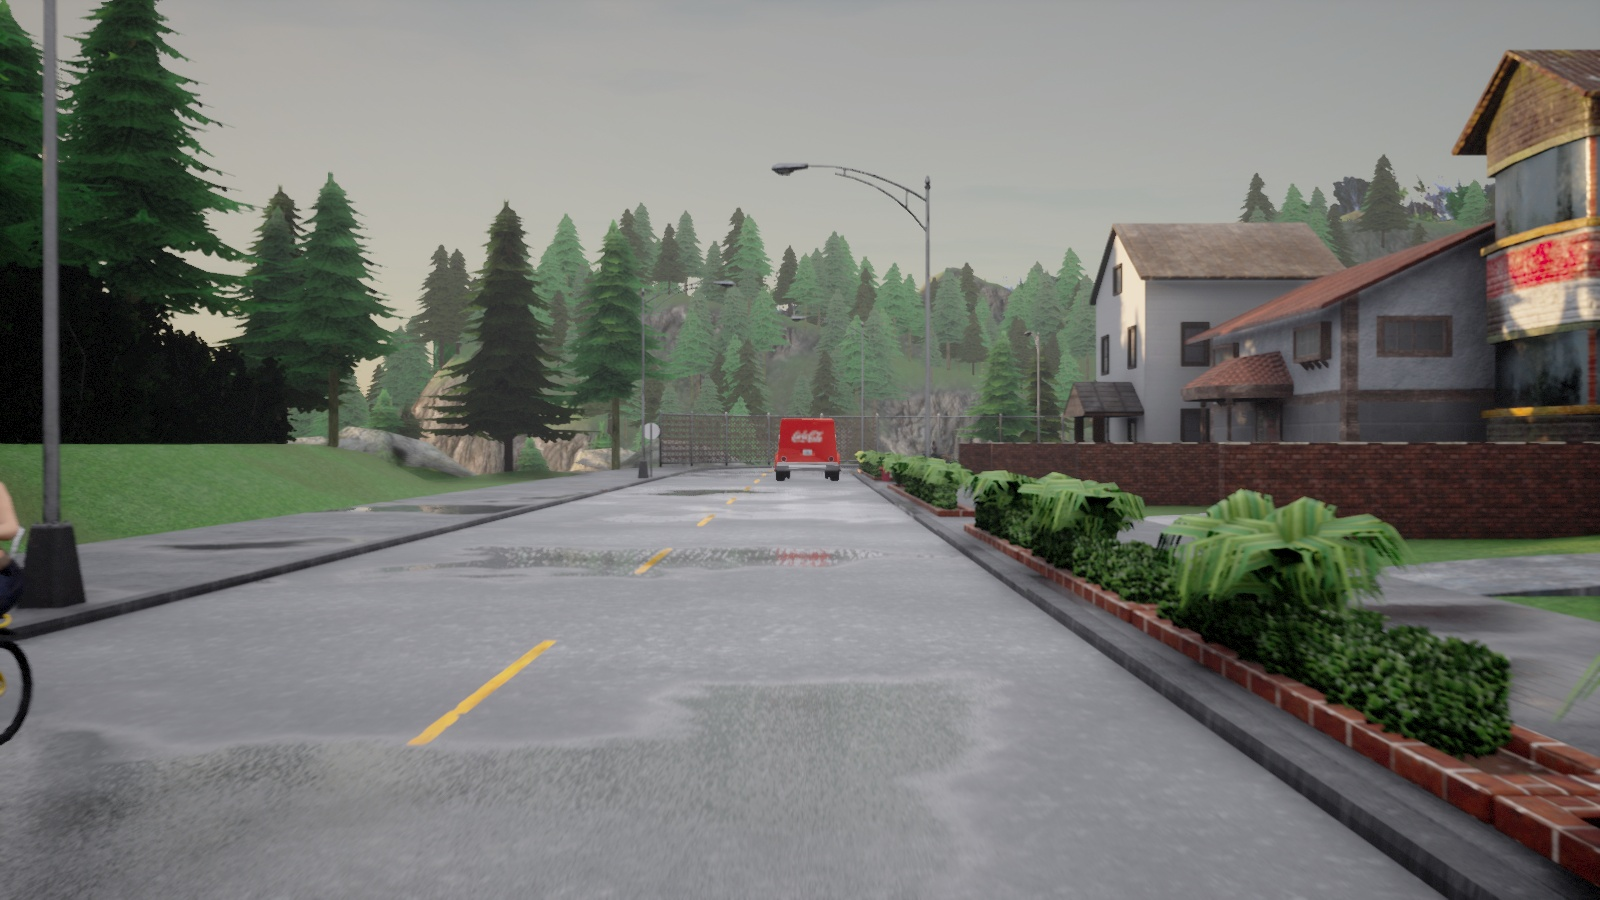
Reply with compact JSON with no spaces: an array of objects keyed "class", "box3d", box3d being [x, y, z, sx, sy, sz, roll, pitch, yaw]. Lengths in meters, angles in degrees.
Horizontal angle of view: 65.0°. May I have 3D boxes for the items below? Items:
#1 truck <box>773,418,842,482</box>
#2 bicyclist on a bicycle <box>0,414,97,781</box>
[{"class":"truck","box3d":[0.305,-0.027,50.837,2.627,2.467,5.204,0,0,0]},{"class":"bicyclist on a bicycle","box3d":[-3.949,0.649,5.513,0.866,1.612,1.509,0,0,1]}]
